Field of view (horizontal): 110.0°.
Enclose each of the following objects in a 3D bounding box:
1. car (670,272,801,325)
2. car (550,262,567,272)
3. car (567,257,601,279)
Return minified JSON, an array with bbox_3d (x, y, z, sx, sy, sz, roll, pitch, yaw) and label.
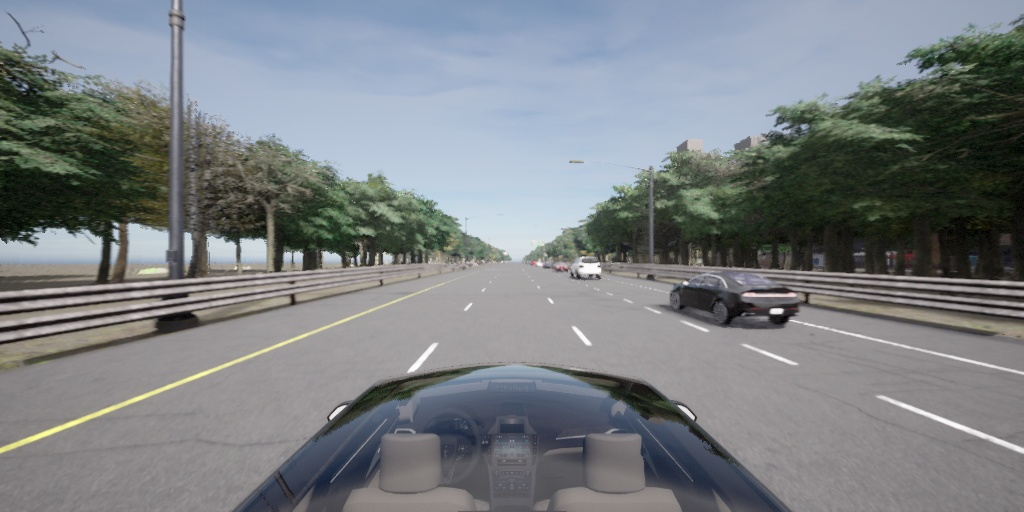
[{"bbox_3d":[7.007,1.267,11.915,2.128,1.511,4.902,0,0,0],"label":"car"},{"bbox_3d":[7.142,1.719,53.242,1.895,1.301,4.718,0,-1,0],"label":"car"},{"bbox_3d":[7.058,1.131,34.796,2.150,2.045,5.566,0,-1,0],"label":"car"}]
